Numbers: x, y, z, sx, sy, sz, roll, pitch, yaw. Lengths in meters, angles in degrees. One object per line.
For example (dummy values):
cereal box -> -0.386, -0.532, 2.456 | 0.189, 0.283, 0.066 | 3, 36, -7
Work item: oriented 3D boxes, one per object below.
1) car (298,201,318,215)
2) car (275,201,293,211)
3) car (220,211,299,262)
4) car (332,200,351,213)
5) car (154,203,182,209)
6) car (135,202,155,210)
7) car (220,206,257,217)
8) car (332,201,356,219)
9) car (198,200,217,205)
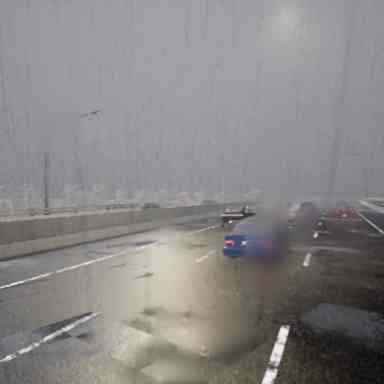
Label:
car -> 12.713, 1.767, 36.523 | 1.812, 1.442, 4.674 | -1, -1, 23
car -> 12.348, 1.901, 44.517 | 2.033, 1.411, 5.357 | -1, -1, 24
car -> 2.671, 1.657, 12.693 | 2.033, 1.411, 5.357 | -1, -1, 22
car -> 18.462, 1.773, 41.181 | 1.994, 1.385, 4.181 | -1, -1, 24
car -> -2.787, 2.214, 45.254 | 1.895, 1.301, 4.718 | -1, -1, 23
car -> -6.137, 2.186, 46.319 | 1.837, 1.490, 4.892 | -1, -1, 23
car -> 3.434, 1.723, 23.622 | 2.128, 1.511, 4.902 | -1, -1, 23
car -> 13.849, 1.744, 30.357 | 1.895, 1.301, 4.718 | -1, -1, 23
car -> 2.199, 1.919, 47.958 | 2.097, 1.767, 4.553 | -1, -1, 24
